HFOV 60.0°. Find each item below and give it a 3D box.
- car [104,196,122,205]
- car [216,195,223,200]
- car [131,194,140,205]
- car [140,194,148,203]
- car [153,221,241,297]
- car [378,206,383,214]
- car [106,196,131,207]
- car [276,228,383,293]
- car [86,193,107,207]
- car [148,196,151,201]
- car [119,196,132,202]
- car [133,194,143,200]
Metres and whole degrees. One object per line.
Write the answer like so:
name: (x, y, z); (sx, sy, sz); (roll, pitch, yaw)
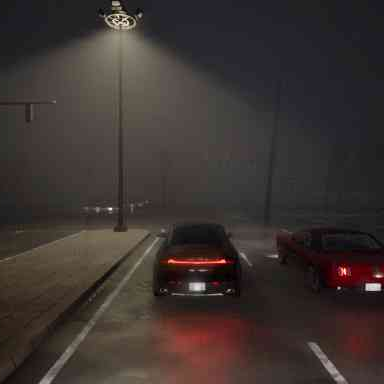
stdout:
car: (-14.662, 1.547, 62.179); (2.033, 1.411, 5.357); (0, 0, 1)
car: (7.842, 1.552, 94.723); (1.994, 1.385, 4.181); (0, 0, 2)
car: (-11.195, 1.505, 60.391); (1.837, 1.490, 4.892); (0, 0, 1)
car: (-11.068, 1.595, 69.365); (1.895, 1.301, 4.718); (0, 0, 0)
car: (0.125, 1.505, 8.578); (1.837, 1.490, 4.892); (0, 0, 1)
car: (20.556, 1.601, 31.916); (4.718, 1.301, 1.895); (0, 0, 1)
car: (-11.276, 1.601, 51.381); (1.895, 1.301, 4.718); (0, 0, 0)
car: (3.628, 1.601, 8.822); (1.895, 1.301, 4.718); (0, 0, 1)
car: (-14.769, 1.221, 51.930); (2.150, 2.045, 5.566); (0, 0, 0)
car: (-11.003, 1.551, 79.216); (1.994, 1.385, 4.181); (0, 0, 0)
car: (-14.544, 1.552, 73.269); (1.994, 1.385, 4.181); (0, 0, 0)
car: (-14.340, 1.284, 89.075); (1.812, 1.442, 4.674); (0, 0, 1)
